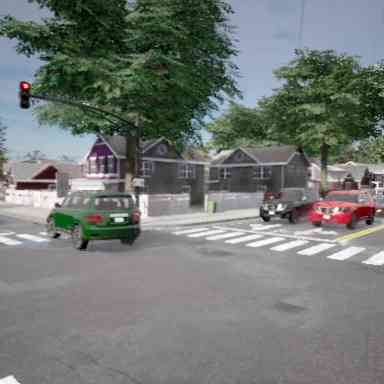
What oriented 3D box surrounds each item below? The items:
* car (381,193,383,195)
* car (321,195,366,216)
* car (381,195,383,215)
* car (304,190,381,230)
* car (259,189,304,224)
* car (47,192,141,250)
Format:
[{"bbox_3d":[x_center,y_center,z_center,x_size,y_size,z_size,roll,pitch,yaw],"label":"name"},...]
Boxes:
[{"bbox_3d":[20.036,0.905,36.058,2.128,1.511,4.902,2,2,43],"label":"car"},{"bbox_3d":[13.198,1.056,28.796,2.128,1.511,4.902,2,2,43],"label":"car"},{"bbox_3d":[15.360,1.204,26.346,1.994,1.385,4.181,2,2,43],"label":"car"},{"bbox_3d":[8.952,0.938,19.459,2.150,2.045,5.566,2,2,43],"label":"car"},{"bbox_3d":[6.606,0.866,21.708,2.150,2.045,5.566,2,2,43],"label":"car"},{"bbox_3d":[-4.152,1.008,13.586,2.150,2.045,5.566,1,1,-38],"label":"car"}]
